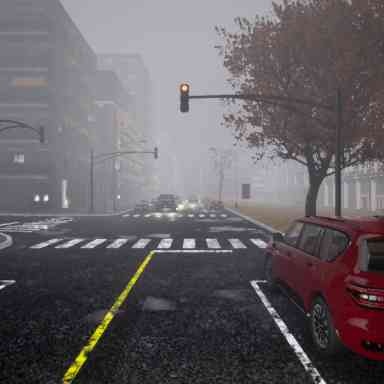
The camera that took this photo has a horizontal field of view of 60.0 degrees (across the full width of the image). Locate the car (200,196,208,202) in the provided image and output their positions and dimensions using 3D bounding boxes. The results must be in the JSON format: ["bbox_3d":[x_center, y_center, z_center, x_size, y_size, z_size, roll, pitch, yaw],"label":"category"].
[{"bbox_3d":[2.830,1.583,77.199,1.752,1.417,4.829,0,0,0],"label":"car"}]

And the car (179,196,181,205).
[{"bbox_3d":[-2.993,1.528,50.079,1.837,1.490,4.892,0,0,0],"label":"car"}]

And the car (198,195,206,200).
[{"bbox_3d":[2.859,1.637,93.627,2.008,1.369,4.403,0,0,0],"label":"car"}]

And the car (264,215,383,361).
[{"bbox_3d":[2.702,1.315,5.912,2.192,1.841,5.009,0,0,0],"label":"car"}]

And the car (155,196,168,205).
[{"bbox_3d":[-5.581,1.476,60.446,1.967,1.590,4.097,0,0,0],"label":"car"}]

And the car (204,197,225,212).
[{"bbox_3d":[2.760,1.557,38.300,1.887,1.381,4.507,0,0,0],"label":"car"}]

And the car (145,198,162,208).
[{"bbox_3d":[-5.601,1.573,49.381,2.008,1.369,4.403,0,0,0],"label":"car"}]

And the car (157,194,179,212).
[{"bbox_3d":[-3.020,1.235,40.061,2.150,2.045,5.566,0,0,0],"label":"car"}]

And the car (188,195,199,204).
[{"bbox_3d":[0.220,1.645,67.139,1.895,1.301,4.718,0,0,0],"label":"car"}]

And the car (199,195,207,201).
[{"bbox_3d":[2.849,1.620,88.094,1.887,1.381,4.507,0,0,0],"label":"car"}]

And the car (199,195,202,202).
[{"bbox_3d":[2.810,1.625,65.963,1.802,1.307,4.206,0,0,0],"label":"car"}]

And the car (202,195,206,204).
[{"bbox_3d":[2.780,1.548,49.535,1.752,1.417,4.829,0,0,0],"label":"car"}]

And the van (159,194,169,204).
[{"bbox_3d":[-5.571,1.384,65.979,1.690,1.788,3.998,0,0,0],"label":"van"}]

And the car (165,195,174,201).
[{"bbox_3d":[-5.541,1.506,82.577,1.967,1.590,4.097,0,0,0],"label":"car"}]

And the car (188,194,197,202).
[{"bbox_3d":[0.144,1.416,79.399,2.097,1.767,4.553,0,0,0],"label":"car"}]

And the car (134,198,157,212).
[{"bbox_3d":[-5.620,1.563,38.315,2.008,1.369,4.403,0,0,0],"label":"car"}]
